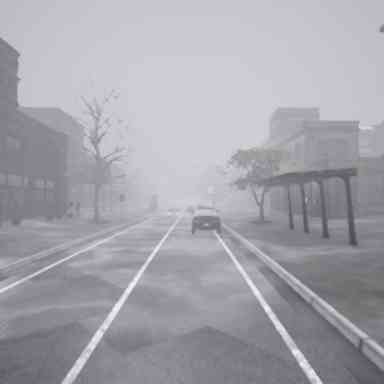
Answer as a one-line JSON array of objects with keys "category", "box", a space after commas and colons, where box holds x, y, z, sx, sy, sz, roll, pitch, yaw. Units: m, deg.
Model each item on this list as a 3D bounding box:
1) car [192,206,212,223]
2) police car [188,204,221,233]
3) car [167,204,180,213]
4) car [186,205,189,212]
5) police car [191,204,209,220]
[{"category": "car", "box": [0.898, 2.182, 32.604, 1.812, 1.442, 4.674, 0, -1, 0]}, {"category": "police car", "box": [0.898, 1.830, 22.719, 1.930, 1.638, 5.238, 0, -1, 0]}, {"category": "car", "box": [-3.065, 2.791, 56.810, 1.812, 1.442, 4.674, 0, -1, 0]}, {"category": "car", "box": [-0.004, 2.839, 58.852, 1.812, 1.442, 4.674, 0, -1, 0]}, {"category": "police car", "box": [0.897, 2.236, 38.715, 1.930, 1.638, 5.238, 0, -1, 0]}]
